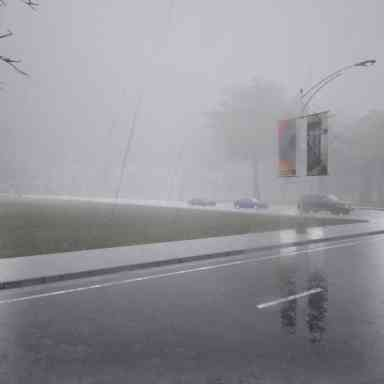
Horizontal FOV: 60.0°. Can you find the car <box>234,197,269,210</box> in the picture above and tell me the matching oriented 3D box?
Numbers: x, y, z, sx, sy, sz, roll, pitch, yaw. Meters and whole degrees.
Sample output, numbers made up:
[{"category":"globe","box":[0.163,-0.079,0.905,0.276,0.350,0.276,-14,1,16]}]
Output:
[{"category":"car","box":[7.510,1.444,42.239,1.882,1.535,5.008,0,0,-36]}]

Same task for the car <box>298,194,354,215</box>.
[{"category":"car","box":[13.524,1.224,34.007,2.150,2.045,5.566,0,0,-36]}]

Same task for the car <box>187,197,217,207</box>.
[{"category":"car","box":[1.424,1.483,50.583,2.033,1.411,5.357,0,0,-36]}]
